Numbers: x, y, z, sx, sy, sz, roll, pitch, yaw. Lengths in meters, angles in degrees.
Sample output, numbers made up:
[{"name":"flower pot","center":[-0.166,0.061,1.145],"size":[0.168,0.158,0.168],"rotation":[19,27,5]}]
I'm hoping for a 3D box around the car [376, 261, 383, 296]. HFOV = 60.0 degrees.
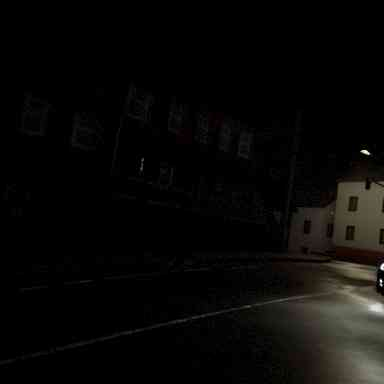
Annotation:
[{"name":"car","center":[6.967,2.074,8.969],"size":[4.553,1.767,2.097],"rotation":[8,-5,-35]}]
